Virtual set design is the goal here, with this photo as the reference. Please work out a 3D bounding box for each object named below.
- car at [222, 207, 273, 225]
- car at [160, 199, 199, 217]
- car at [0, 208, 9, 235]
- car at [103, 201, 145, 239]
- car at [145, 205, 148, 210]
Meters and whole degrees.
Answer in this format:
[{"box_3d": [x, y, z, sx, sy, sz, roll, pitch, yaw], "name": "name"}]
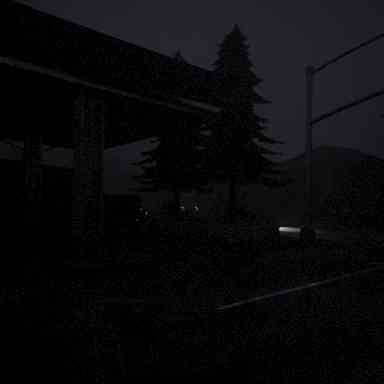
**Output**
[{"box_3d": [4.112, 1.812, 25.044, 1.994, 1.385, 4.181, 1, 0, -35], "name": "car"}, {"box_3d": [-1.309, 1.537, 32.682, 2.097, 1.767, 4.553, 1, 0, -36], "name": "car"}, {"box_3d": [-11.636, 1.520, 18.492, 2.242, 1.667, 4.611, 1, 0, -36], "name": "car"}, {"box_3d": [-4.505, 1.445, 18.311, 1.905, 1.878, 3.866, 1, 0, -36], "name": "car"}, {"box_3d": [-7.460, 1.660, 41.345, 2.033, 1.411, 5.357, 1, 0, -35], "name": "car"}]
